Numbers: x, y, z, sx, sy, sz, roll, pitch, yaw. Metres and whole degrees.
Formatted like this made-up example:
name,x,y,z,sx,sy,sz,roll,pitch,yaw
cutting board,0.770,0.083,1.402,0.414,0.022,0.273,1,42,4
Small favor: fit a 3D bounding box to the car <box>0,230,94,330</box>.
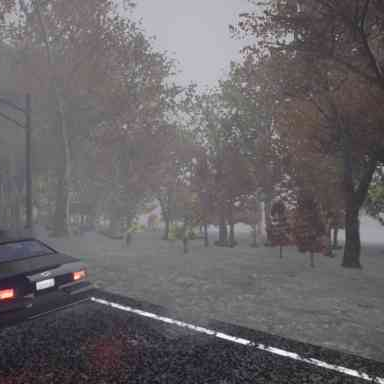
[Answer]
name,x,y,z,sx,sy,sz,roll,pitch,yaw
car,-4.181,1.506,6.621,5.357,1.411,2.033,-2,1,39
